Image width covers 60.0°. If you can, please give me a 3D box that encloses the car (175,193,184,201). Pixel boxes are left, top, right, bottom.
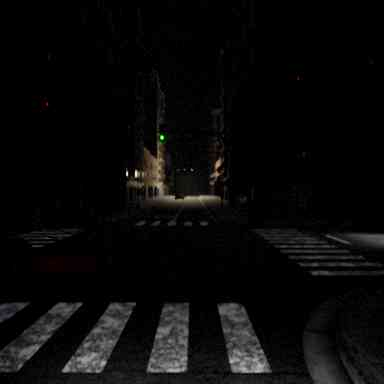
[{"bbox_3d":[-2.520,0.998,67.449,2.033,1.411,5.357,0,1,0],"label":"car"}]

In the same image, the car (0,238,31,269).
[{"bbox_3d":[-6.680,1.552,8.267,4.718,1.301,1.895,1,-3,-31],"label":"car"}]

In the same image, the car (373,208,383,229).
[{"bbox_3d":[12.408,1.150,17.583,5.009,1.841,2.192,0,1,0],"label":"car"}]
